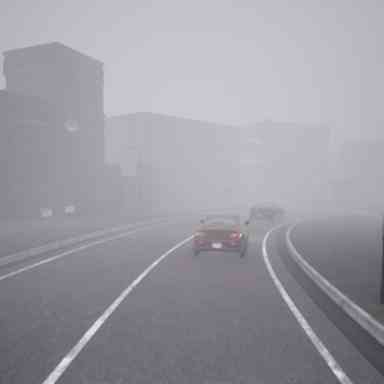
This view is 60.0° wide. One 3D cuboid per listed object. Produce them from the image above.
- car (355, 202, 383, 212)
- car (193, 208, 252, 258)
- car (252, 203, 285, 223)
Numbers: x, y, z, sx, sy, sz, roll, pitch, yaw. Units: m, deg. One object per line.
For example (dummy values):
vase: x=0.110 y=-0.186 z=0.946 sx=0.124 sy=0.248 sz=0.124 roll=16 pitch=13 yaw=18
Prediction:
car: x=27.691 y=2.276 z=51.859 sx=4.674 sy=1.442 sz=1.812 roll=3 pitch=3 yaw=-24
car: x=1.237 y=1.541 z=12.921 sx=1.812 sy=1.442 sz=4.674 roll=1 pitch=0 yaw=11
car: x=6.194 y=1.596 z=27.004 sx=1.882 sy=1.535 sz=5.008 roll=2 pitch=1 yaw=28
